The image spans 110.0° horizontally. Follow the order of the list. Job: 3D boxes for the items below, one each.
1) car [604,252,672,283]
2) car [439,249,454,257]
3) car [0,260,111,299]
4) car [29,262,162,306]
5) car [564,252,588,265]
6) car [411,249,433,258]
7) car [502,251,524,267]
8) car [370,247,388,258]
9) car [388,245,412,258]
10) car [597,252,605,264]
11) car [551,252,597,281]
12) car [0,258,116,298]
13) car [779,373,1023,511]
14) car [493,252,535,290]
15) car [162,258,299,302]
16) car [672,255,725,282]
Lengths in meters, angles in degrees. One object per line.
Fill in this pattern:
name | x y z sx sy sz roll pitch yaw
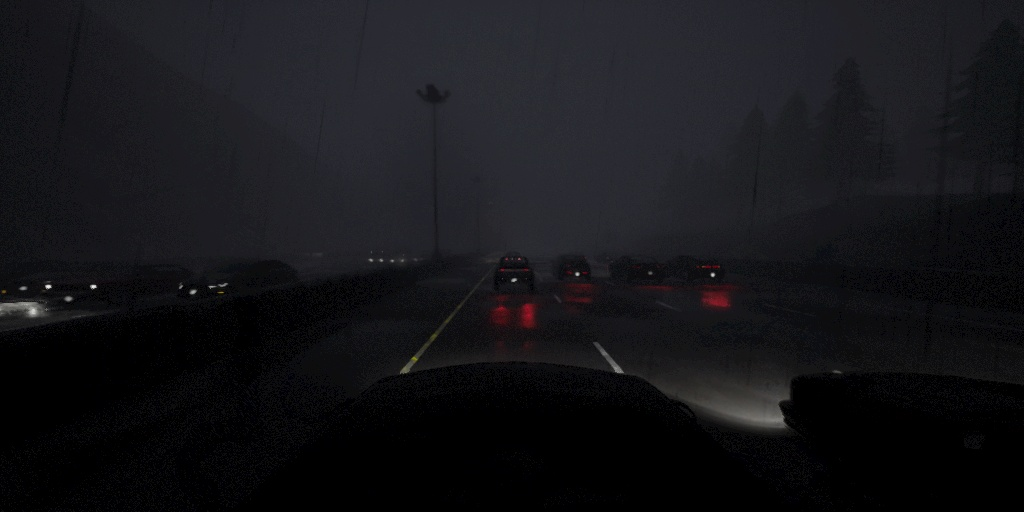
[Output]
car | 7.101 0.653 20.863 1.882 1.535 5.008 0 2 0
car | -10.498 -0.381 57.477 1.837 1.490 4.892 0 2 0
car | -17.599 0.919 14.891 1.994 1.385 4.181 0 2 0
car | -14.099 0.994 13.606 1.895 1.301 4.718 0 2 0
car | 7.101 0.198 40.135 1.895 1.301 4.718 0 2 0
car | -13.998 -0.310 57.480 2.033 1.411 5.357 0 2 0
car | 0.101 0.257 36.390 2.033 1.411 5.357 0 2 0
car | -20.998 -0.649 57.499 2.097 1.767 4.553 0 2 0
car | -17.498 -0.705 57.434 2.150 2.045 5.566 0 2 0
car | 10.601 0.215 39.576 1.895 1.301 4.718 0 2 0
car | 3.600 0.644 22.138 1.837 1.490 4.892 0 2 0
car | -21.099 0.884 15.505 2.033 1.411 5.357 0 2 0
car | 3.600 1.316 1.076 2.033 1.411 5.357 0 2 0
car | 0.100 0.759 17.779 2.128 1.511 4.902 0 2 0
car | -10.599 0.876 14.333 1.837 1.490 4.892 0 2 0
car | 10.601 0.666 21.335 1.837 1.490 4.892 0 2 0
